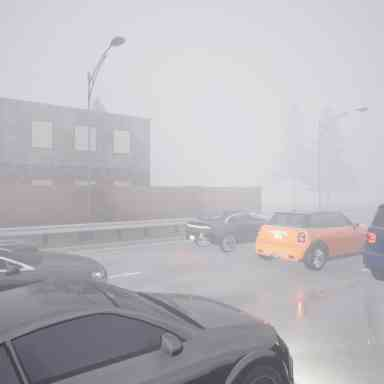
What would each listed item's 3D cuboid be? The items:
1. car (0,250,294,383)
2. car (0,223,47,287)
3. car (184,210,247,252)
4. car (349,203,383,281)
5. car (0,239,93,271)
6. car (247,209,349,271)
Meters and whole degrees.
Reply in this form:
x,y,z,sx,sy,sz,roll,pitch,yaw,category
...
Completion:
x,y,z,sx,sy,sz,roll,pitch,yaw,category
-0.987,1.564,3.044,4.181,1.385,1.994,0,0,-35,car
-6.193,1.601,7.925,4.718,1.301,1.895,0,0,-36,car
1.989,1.491,13.829,4.902,1.511,2.128,0,0,-35,car
6.642,1.221,8.545,5.566,2.045,2.150,0,0,-35,car
-3.806,1.492,5.330,4.902,1.511,2.128,0,0,-36,car
4.311,1.352,11.184,4.553,1.767,2.097,0,0,-35,car
